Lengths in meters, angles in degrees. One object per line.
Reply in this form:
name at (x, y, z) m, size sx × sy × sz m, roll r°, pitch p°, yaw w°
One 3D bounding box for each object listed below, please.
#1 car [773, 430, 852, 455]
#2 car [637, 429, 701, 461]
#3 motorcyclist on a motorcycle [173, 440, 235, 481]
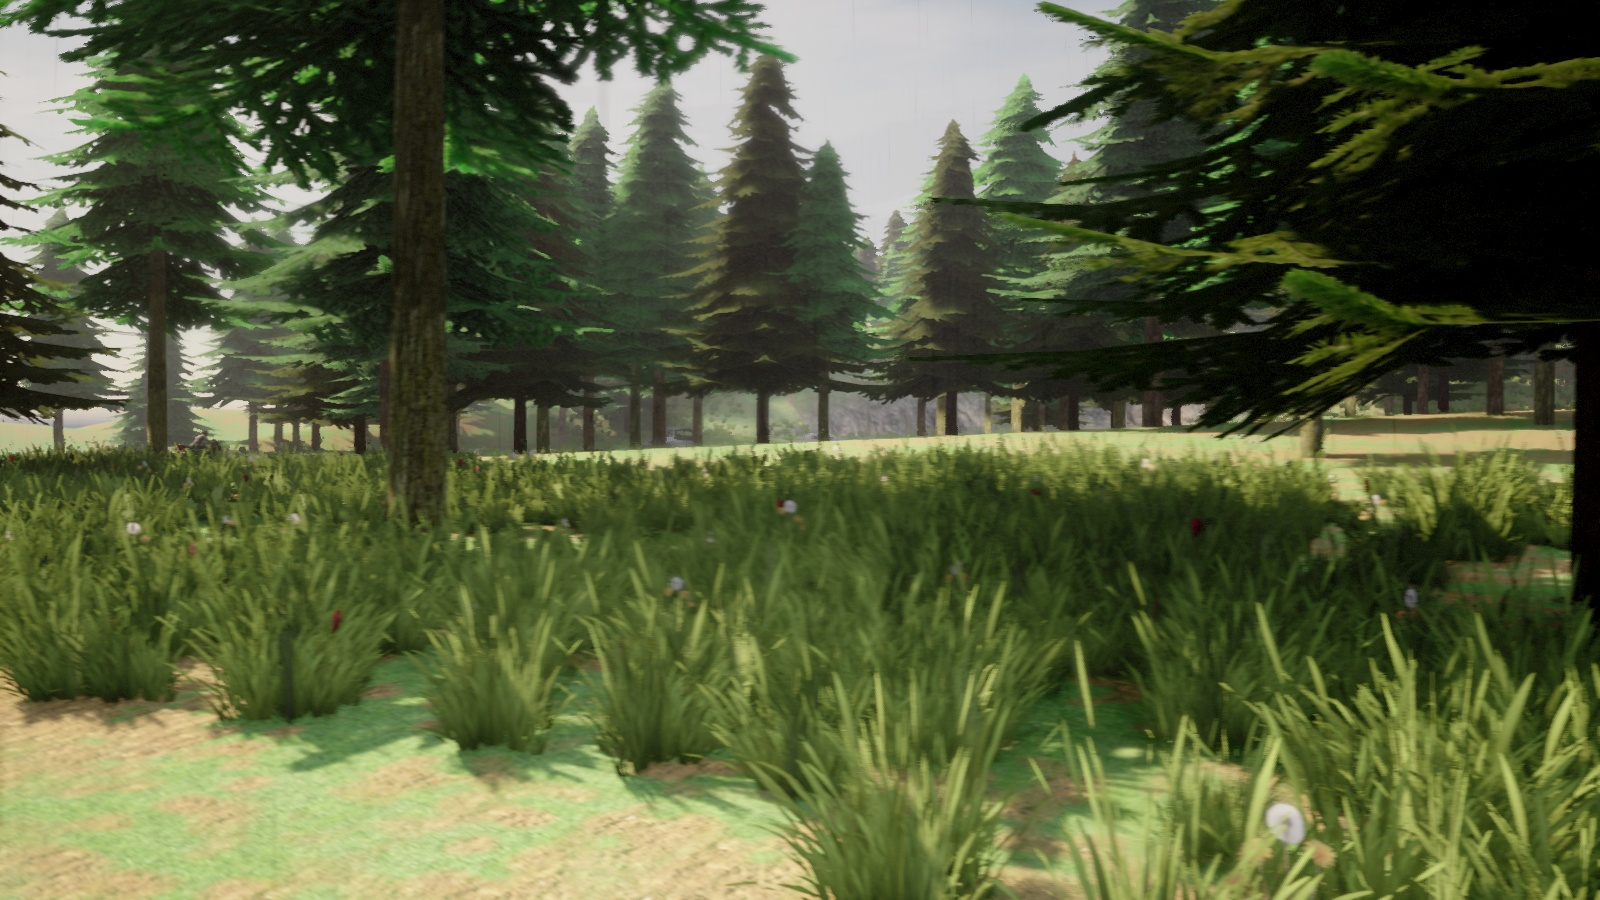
car at (0.872, -0.551, 87.437) m, size 5.027 × 1.651 × 2.152 m, roll -1°, pitch 1°, yaw -26°
car at (-8.079, -0.319, 77.628) m, size 1.905 × 1.878 × 3.866 m, roll 0°, pitch 1°, yaw 33°
motorcyclist on a motorcycle at (-23.104, 0.398, 48.682) m, size 0.797 × 1.523 × 2.044 m, roll 0°, pitch 1°, yaw 33°
